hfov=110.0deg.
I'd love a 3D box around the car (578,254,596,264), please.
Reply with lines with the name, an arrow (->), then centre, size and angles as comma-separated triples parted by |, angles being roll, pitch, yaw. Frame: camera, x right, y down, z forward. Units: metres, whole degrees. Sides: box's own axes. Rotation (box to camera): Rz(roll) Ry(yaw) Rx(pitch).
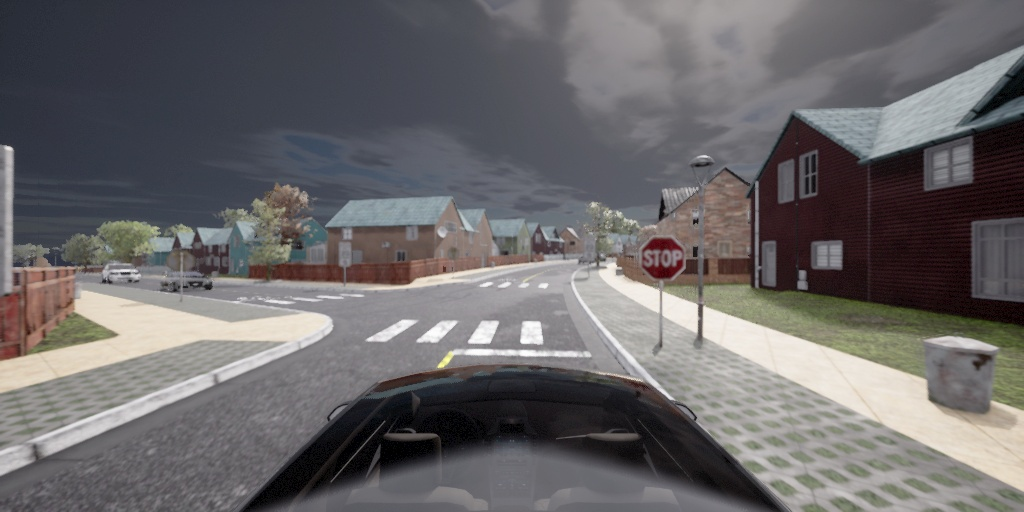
car -> 12.060, 0.563, 58.388 | 2.128, 1.511, 4.902 | 0, 1, 24

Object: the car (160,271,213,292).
car -> -22.205, 1.689, 24.455 | 4.181, 1.385, 1.994 | -1, -1, 35

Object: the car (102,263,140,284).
car -> -40.262, 1.781, 36.875 | 5.566, 2.045, 2.150 | -2, -1, 35
